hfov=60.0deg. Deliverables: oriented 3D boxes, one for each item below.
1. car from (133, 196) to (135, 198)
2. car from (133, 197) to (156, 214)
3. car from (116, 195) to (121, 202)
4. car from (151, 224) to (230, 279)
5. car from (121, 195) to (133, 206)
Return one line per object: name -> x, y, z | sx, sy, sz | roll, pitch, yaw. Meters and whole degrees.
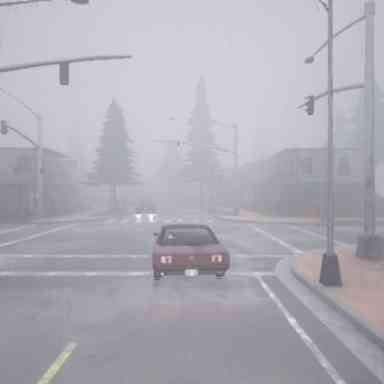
car -> -6.362, 1.465, 43.942 | 1.837, 1.490, 4.892 | 0, 0, -15
car -> -4.854, 1.525, 35.194 | 1.994, 1.385, 4.181 | 0, 0, -6
car -> -14.623, 1.311, 69.161 | 2.097, 1.767, 4.553 | 0, 0, -40
car -> -0.231, 1.599, 10.018 | 1.895, 1.301, 4.718 | 0, 0, -6
car -> -9.620, 1.437, 53.676 | 1.882, 1.535, 5.008 | 0, 0, -23
